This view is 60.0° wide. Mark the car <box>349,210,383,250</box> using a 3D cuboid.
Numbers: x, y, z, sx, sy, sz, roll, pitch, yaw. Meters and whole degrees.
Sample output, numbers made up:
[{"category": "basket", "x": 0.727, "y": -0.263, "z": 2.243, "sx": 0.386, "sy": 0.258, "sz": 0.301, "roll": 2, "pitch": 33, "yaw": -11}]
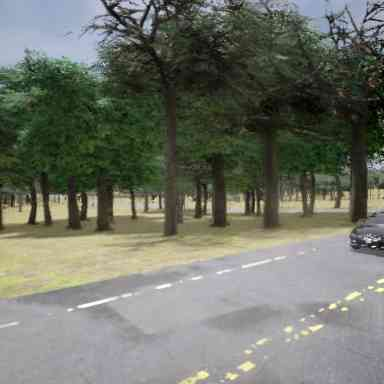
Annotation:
[{"category": "car", "x": 8.091, "y": 1.494, "z": 13.307, "sx": 4.892, "sy": 1.490, "sz": 1.837, "roll": 0, "pitch": 0, "yaw": -40}]
